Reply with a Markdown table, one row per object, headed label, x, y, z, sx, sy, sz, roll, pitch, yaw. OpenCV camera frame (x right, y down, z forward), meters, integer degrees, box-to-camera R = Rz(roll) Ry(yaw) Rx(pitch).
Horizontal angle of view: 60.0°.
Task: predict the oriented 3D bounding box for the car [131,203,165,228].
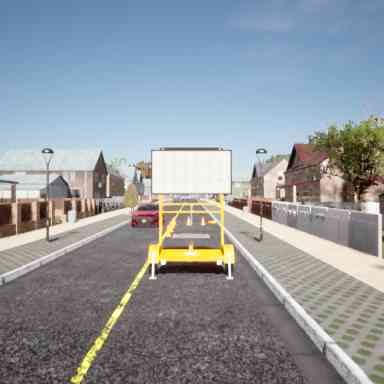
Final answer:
| label | x | y | z | sx | sy | sz | roll | pitch | yaw |
| --- | --- | --- | --- | --- | --- | --- | --- | --- | --- |
| car | -2.912 | 1.504 | 22.702 | 1.882 | 1.535 | 5.008 | 0 | 0 | 0 |

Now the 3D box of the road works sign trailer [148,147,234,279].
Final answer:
| label | x | y | z | sx | sy | sz | roll | pitch | yaw |
| --- | --- | --- | --- | --- | --- | --- | --- | --- | --- |
| road works sign trailer | -0.015 | 0.471 | 10.023 | 2.380 | 3.560 | 2.880 | 0 | 0 | 0 |

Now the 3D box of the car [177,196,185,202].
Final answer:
| label | x | y | z | sx | sy | sz | roll | pitch | yaw |
| --- | --- | --- | --- | --- | --- | --- | --- | --- | --- |
| car | -2.999 | 1.824 | 90.023 | 2.128 | 1.511 | 4.902 | 0 | 0 | 0 |

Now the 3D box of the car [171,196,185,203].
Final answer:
| label | x | y | z | sx | sy | sz | roll | pitch | yaw |
| --- | --- | --- | --- | --- | --- | --- | --- | --- | --- |
| car | -2.961 | 1.721 | 64.762 | 2.033 | 1.411 | 5.357 | 0 | 0 | 1 |
